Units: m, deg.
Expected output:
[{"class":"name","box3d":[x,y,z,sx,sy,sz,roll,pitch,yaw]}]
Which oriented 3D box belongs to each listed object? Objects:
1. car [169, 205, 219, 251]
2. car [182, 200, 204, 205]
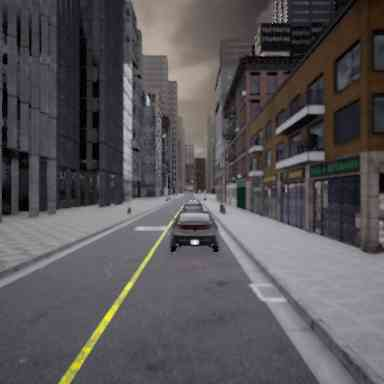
[{"class":"car","box3d":[0.100,1.506,14.076,1.837,1.490,4.892,0,0,0]},{"class":"car","box3d":[0.101,1.518,32.359,2.128,1.511,4.902,0,0,0]}]
